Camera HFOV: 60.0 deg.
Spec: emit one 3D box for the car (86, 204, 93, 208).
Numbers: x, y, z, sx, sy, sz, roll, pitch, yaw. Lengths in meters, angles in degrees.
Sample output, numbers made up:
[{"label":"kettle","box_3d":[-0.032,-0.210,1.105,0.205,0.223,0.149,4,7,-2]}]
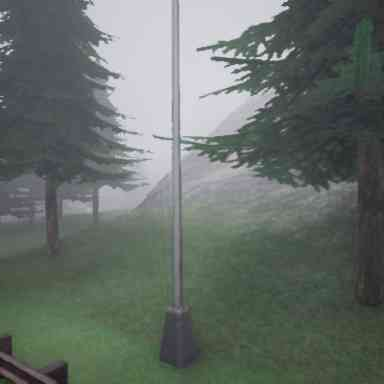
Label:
[{"label":"car","box_3d":[-19.213,2.356,63.721,1.895,1.301,4.718,0,0,-19]}]
